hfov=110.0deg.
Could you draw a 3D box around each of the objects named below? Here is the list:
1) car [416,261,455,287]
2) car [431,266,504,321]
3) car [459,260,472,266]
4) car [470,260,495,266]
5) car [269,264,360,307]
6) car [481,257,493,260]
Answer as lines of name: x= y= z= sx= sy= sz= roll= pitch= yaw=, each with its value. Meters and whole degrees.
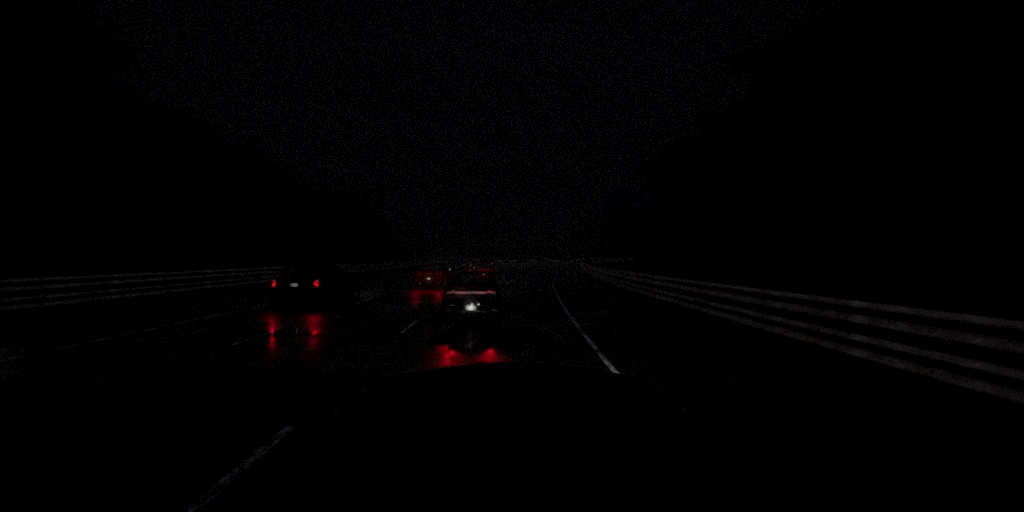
car: x=-5.416 y=1.313 z=25.209 sx=1.882 sy=1.535 sz=5.008 roll=0 pitch=0 yaw=-3
car: x=-1.313 y=1.285 z=12.713 sx=2.128 sy=1.511 sz=4.902 roll=0 pitch=0 yaw=-3
car: x=-7.934 y=1.679 z=64.297 sx=1.895 sy=1.301 sz=4.718 roll=0 pitch=-1 yaw=-5
car: x=-2.349 y=1.347 z=31.337 sx=1.882 sy=1.535 sz=5.008 roll=0 pitch=0 yaw=-3
car: x=-8.403 y=1.143 z=15.757 sx=2.097 sy=1.767 sz=4.553 roll=0 pitch=0 yaw=-3
car: x=-3.549 y=1.204 z=51.016 sx=2.150 sy=2.045 sz=5.566 roll=0 pitch=0 yaw=-4
